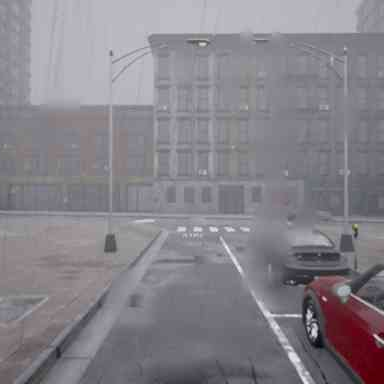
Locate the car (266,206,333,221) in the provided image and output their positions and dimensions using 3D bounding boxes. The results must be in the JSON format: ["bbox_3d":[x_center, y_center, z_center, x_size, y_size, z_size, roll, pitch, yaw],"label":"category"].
[{"bbox_3d":[8.967,1.908,28.169,5.357,1.411,2.033,1,-1,1],"label":"car"}]

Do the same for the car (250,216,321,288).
[{"bbox_3d":[2.690,1.593,9.117,2.008,1.369,4.403,0,0,0],"label":"car"}]

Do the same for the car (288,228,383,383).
[{"bbox_3d":[2.662,1.457,3.614,1.967,1.590,4.097,0,0,0],"label":"car"}]
